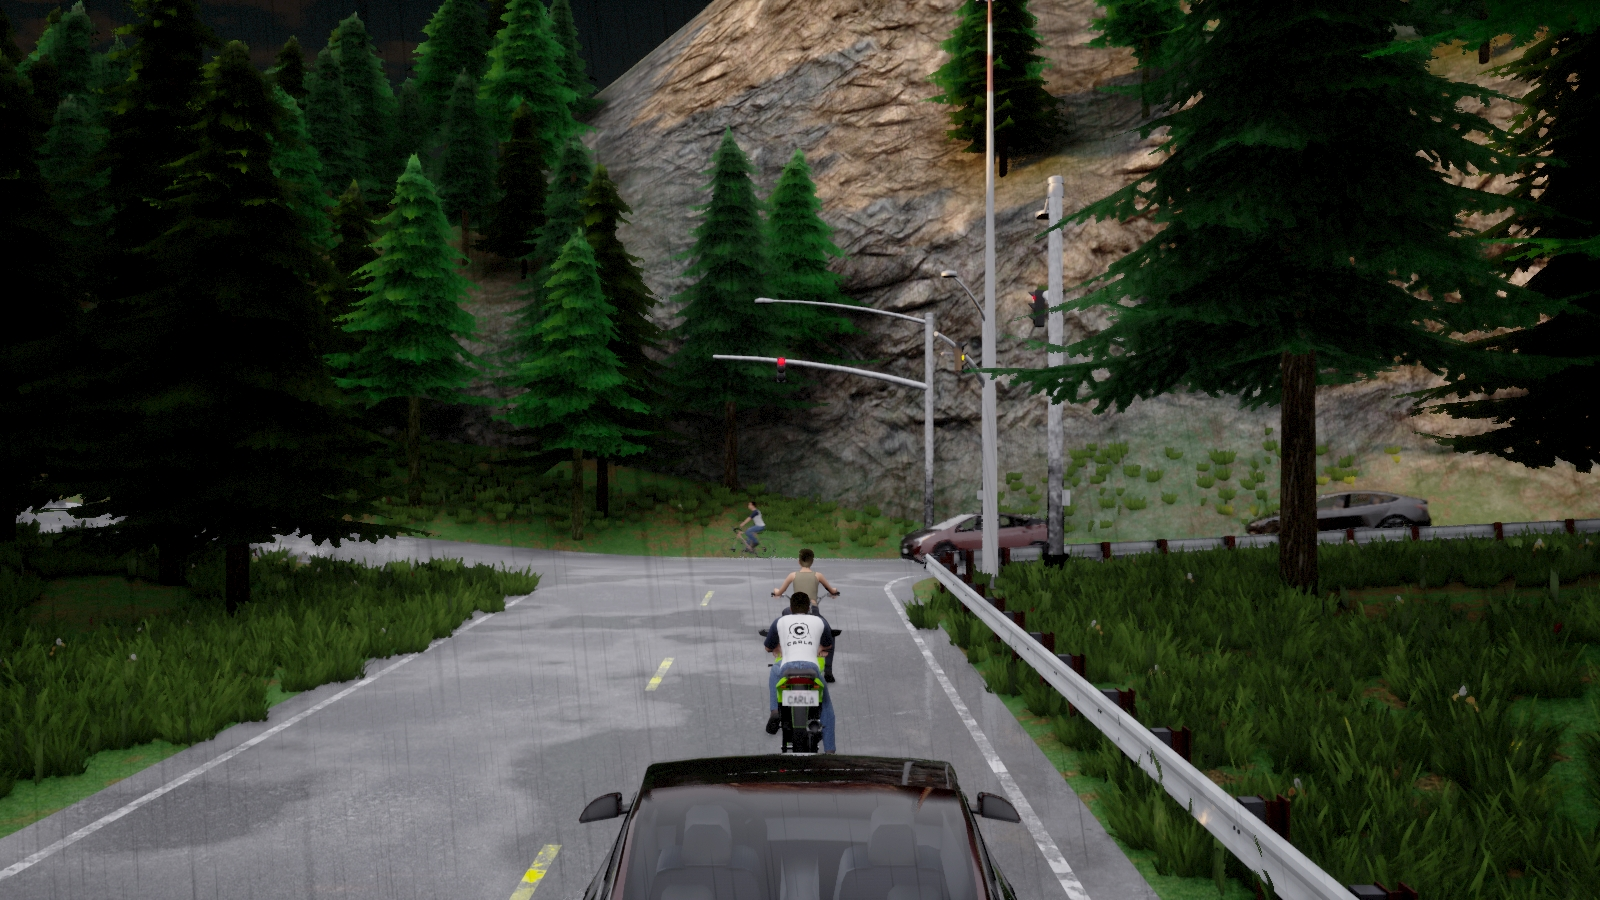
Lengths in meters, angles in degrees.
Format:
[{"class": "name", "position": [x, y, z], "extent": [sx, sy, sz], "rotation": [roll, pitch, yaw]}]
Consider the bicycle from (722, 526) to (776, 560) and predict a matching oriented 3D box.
[{"class": "bicycle", "position": [-1.575, 2.869, 35.116], "extent": [1.643, 1.024, 0.373], "rotation": [0, -3, -2]}]

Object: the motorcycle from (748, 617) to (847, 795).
[{"class": "motorcycle", "position": [-0.020, 2.213, 10.238], "extent": [0.803, 1.145, 2.033], "rotation": [0, 0, 0]}]

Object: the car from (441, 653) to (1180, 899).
[{"class": "car", "position": [0.029, 2.063, 5.012], "extent": [2.163, 1.488, 4.792], "rotation": [0, 0, 0]}]

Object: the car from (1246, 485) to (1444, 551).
[{"class": "car", "position": [15.293, 1.914, 32.399], "extent": [4.792, 1.488, 2.163], "rotation": [-5, -2, 21]}]

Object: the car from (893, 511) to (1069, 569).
[{"class": "car", "position": [5.136, 2.538, 32.627], "extent": [4.514, 1.525, 2.007], "rotation": [0, -3, -15]}]
